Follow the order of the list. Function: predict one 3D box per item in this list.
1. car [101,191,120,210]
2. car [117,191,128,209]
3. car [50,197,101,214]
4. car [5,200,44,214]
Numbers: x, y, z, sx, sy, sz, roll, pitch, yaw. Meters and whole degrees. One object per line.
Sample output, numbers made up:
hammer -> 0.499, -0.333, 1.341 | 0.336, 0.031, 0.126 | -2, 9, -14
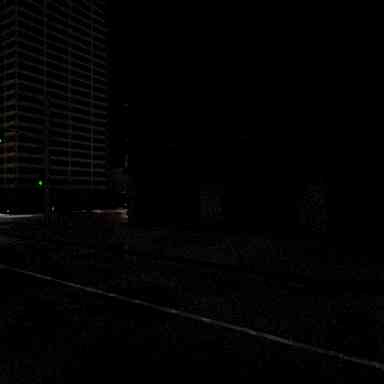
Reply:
car -> -10.946, 1.221, 44.578 | 2.150, 2.045, 5.566 | 0, 0, 35
car -> -6.798, 1.221, 44.384 | 2.150, 2.045, 5.566 | 0, 0, 36
car -> -12.762, 1.491, 35.904 | 2.128, 1.511, 4.902 | 0, 0, 35
car -> -17.074, 1.547, 35.855 | 2.033, 1.411, 5.357 | 0, 0, 35
